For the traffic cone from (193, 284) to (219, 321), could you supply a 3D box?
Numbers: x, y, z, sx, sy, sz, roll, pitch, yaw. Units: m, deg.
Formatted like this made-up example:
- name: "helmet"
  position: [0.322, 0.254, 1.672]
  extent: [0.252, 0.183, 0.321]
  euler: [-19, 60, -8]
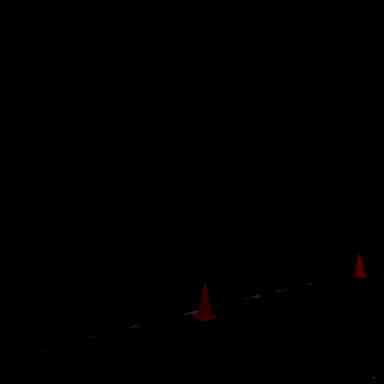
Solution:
- name: "traffic cone"
  position: [0.243, 1.945, 5.972]
  extent: [0.340, 0.580, 0.340]
  euler: [0, 0, -35]

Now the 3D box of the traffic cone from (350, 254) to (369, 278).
- name: "traffic cone"
  position: [4.427, 1.935, 8.796]
  extent: [0.340, 0.580, 0.340]
  euler: [0, 0, -34]
